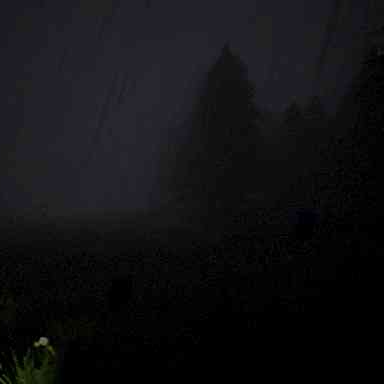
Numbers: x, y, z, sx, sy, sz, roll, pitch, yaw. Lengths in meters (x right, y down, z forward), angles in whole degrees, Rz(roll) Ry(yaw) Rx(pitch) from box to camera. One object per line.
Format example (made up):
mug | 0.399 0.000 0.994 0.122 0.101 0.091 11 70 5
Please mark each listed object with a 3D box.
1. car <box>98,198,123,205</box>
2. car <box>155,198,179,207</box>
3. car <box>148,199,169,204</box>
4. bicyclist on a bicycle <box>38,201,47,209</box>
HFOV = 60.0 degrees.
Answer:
car | -12.724 1.747 52.101 1.816 1.474 4.193 6 3 33
car | -4.404 1.825 58.655 1.994 1.385 4.181 -1 -1 36
car | -4.850 1.748 51.948 1.812 1.442 4.674 -1 0 36
bicyclist on a bicycle | -14.551 1.693 32.367 1.656 1.620 0.582 2 1 36
